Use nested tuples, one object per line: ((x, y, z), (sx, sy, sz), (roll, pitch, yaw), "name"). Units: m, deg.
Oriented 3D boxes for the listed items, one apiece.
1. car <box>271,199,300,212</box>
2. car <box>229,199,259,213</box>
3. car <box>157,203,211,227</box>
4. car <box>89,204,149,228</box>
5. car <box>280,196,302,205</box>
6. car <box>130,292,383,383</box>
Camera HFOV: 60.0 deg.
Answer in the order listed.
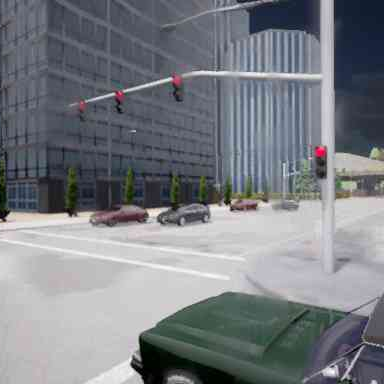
((11.338, 1.661, 40.190), (1.895, 1.301, 4.718), (0, 0, 36), "car")
((6.205, 1.559, 39.120), (1.882, 1.535, 5.008), (0, 0, 36), "car")
((-0.490, 1.594, 24.072), (1.837, 1.490, 4.892), (0, 0, 36), "car")
((-5.078, 1.636, 23.697), (1.812, 1.442, 4.674), (0, 0, 36), "car")
((15.353, 1.268, 51.453), (1.895, 1.301, 4.718), (0, 0, 36), "car")
((1.707, 1.596, 2.779), (4.718, 1.301, 1.895), (0, 0, 36), "car")
